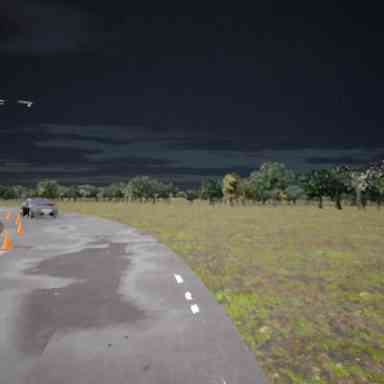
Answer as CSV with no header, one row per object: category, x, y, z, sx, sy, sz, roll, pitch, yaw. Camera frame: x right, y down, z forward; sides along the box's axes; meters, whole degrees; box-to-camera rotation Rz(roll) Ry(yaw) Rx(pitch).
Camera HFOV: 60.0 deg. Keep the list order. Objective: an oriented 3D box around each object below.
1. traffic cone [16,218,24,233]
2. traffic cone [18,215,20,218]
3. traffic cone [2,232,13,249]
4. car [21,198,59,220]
traffic cone,-8.627,1.743,16.739,0.340,0.580,0.340,0,1,-25
traffic cone,-10.871,1.698,20.898,0.340,0.580,0.340,0,1,-31
traffic cone,-6.855,1.793,12.358,0.340,0.580,0.340,0,1,-19
car,-11.568,1.202,25.112,2.128,1.511,4.902,0,0,-38
